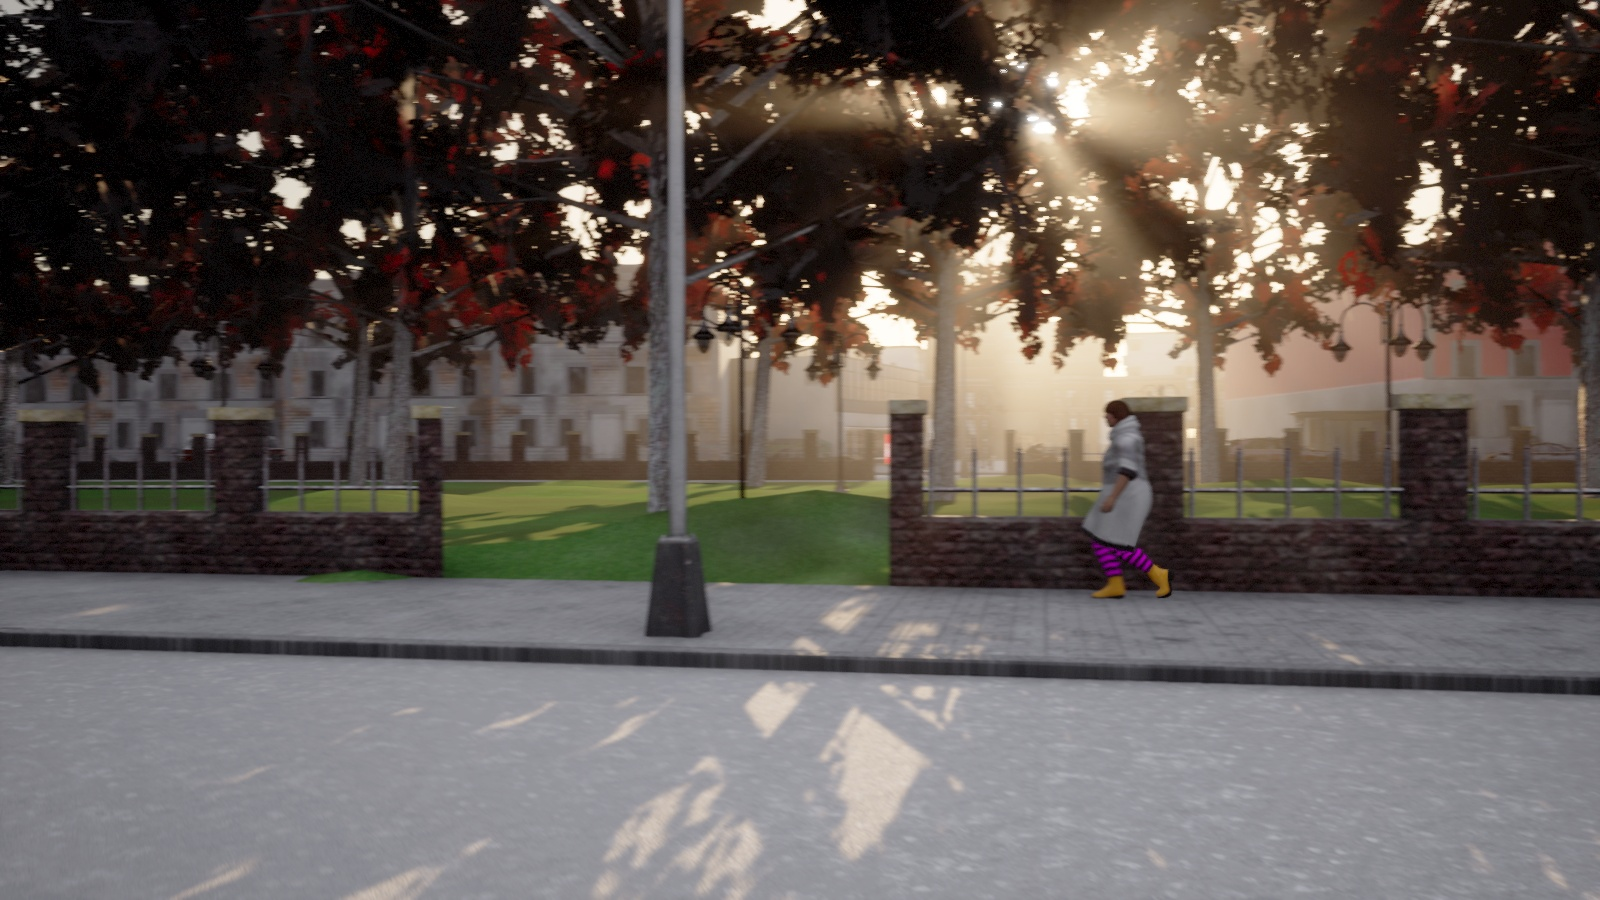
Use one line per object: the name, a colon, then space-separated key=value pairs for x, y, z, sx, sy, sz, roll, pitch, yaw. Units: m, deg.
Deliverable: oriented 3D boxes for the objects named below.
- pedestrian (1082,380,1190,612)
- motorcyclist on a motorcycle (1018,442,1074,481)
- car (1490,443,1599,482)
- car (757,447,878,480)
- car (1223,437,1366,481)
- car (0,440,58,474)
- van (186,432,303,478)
pedestrian: x=2.915 y=0.384 z=10.969 sx=0.873 sy=1.952 sz=0.659 roll=0 pitch=0 yaw=11
motorcyclist on a motorcycle: x=9.844 y=0.460 z=50.311 sx=2.191 sy=1.530 sz=0.866 roll=0 pitch=0 yaw=11
car: x=28.206 y=0.452 z=46.603 sx=4.181 sy=1.385 sz=1.994 roll=0 pitch=0 yaw=12
car: x=0.749 y=0.544 z=52.152 sx=4.718 sy=1.301 sz=1.895 roll=0 pitch=0 yaw=11
car: x=18.990 y=0.338 z=48.459 sx=4.856 sy=1.649 sz=2.033 roll=-1 pitch=0 yaw=11
car: x=-41.083 y=0.350 z=64.642 sx=4.611 sy=1.667 sz=2.242 roll=0 pitch=0 yaw=11
van: x=-25.363 y=0.220 z=57.402 sx=4.480 sy=2.038 sz=2.069 roll=0 pitch=0 yaw=11
